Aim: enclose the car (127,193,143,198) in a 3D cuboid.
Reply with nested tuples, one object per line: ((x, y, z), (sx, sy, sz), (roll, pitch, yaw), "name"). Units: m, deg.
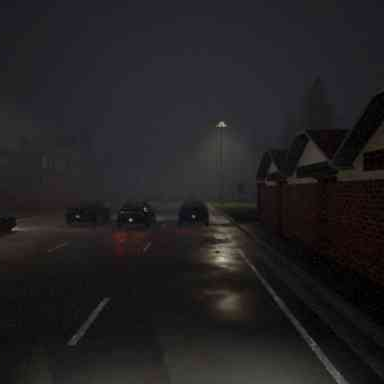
((-10.496, 1.097, 59.441), (1.812, 1.442, 4.674), (0, 0, 0), "car")

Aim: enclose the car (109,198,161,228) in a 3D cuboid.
((-3.398, 1.340, 20.928), (2.128, 1.511, 4.902), (0, 0, 0), "car")

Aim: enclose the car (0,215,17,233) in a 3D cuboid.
((-10.398, 1.434, 15.593), (2.033, 1.411, 5.357), (0, 0, 0), "car")

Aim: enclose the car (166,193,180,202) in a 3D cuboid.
((-3.496, 1.097, 59.442), (1.812, 1.442, 4.674), (0, 0, 0), "car")

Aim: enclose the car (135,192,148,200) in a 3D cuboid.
((-10.495, 0.873, 69.444), (2.128, 1.511, 4.902), (0, 0, 0), "car")

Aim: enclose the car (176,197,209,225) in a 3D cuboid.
((0.102, 1.314, 22.550), (1.882, 1.535, 5.008), (0, 0, 0), "car")

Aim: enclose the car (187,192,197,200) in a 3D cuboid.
((0.005, 0.848, 69.443), (1.837, 1.490, 4.892), (0, 0, 0), "car")

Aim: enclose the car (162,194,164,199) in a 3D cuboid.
((-6.995, 0.848, 69.443), (1.837, 1.490, 4.892), (0, 0, 0), "car")

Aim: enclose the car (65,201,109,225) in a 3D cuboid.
((-6.898, 1.314, 22.543), (1.882, 1.535, 5.008), (0, 0, 0), "car")

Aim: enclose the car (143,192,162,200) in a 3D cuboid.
((-6.996, 1.079, 59.026), (1.837, 1.490, 4.892), (0, 0, 0), "car")

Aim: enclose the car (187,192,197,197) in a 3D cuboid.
((0.004, 1.066, 59.025), (2.128, 1.511, 4.902), (0, 0, 0), "car")

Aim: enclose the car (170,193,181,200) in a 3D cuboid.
((-3.495, 0.887, 69.443), (2.033, 1.411, 5.357), (0, 0, 0), "car")
